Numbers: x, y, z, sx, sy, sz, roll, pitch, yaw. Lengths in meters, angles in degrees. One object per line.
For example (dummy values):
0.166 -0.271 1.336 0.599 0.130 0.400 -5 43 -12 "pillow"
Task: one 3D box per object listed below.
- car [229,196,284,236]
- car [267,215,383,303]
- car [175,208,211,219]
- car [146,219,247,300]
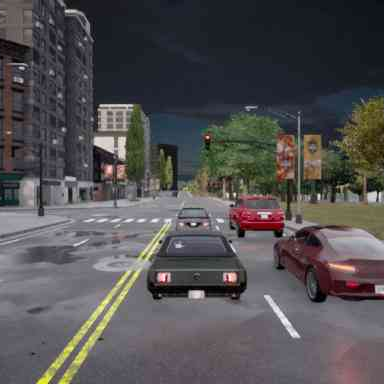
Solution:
3.317 1.217 17.898 2.150 2.045 5.566 0 0 0 "car"
3.338 1.524 8.085 1.812 1.442 4.674 0 0 0 "car"
0.068 1.543 17.938 2.033 1.411 5.357 0 0 0 "car"
0.085 1.599 8.346 1.895 1.301 4.718 0 0 0 "car"
